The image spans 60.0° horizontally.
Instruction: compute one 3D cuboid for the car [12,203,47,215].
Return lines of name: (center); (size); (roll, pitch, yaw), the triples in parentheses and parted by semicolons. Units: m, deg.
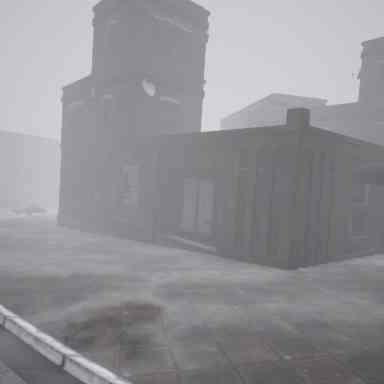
car: (-20.223, 2.104, 41.609); (2.033, 1.411, 5.357); (4, -2, 3)
